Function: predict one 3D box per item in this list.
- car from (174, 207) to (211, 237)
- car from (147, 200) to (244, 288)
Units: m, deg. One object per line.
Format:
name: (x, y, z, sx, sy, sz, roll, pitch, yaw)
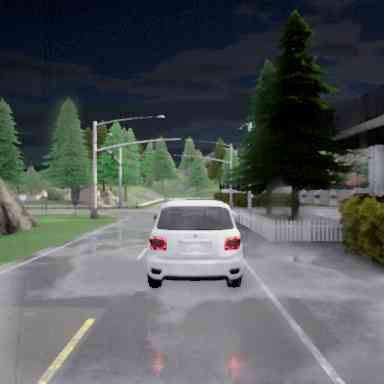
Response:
car: (0.002, 1.603, 19.129, 1.895, 1.301, 4.718, 0, 0, 0)
car: (0.056, 1.223, 9.361, 2.150, 2.045, 5.566, 0, 0, 0)
